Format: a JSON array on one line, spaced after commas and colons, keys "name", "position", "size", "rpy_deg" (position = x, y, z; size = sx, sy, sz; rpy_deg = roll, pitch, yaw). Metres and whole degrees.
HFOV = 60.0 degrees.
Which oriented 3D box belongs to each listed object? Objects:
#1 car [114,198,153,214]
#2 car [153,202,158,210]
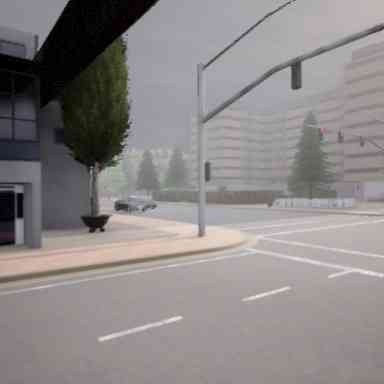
[{"name": "car", "position": [-6.397, 1.356, 34.236], "size": [2.128, 1.511, 4.902], "rpy_deg": [-1, 0, -36]}, {"name": "car", "position": [-6.156, 1.380, 39.897], "size": [2.033, 1.411, 5.357], "rpy_deg": [-1, 0, -36]}]
